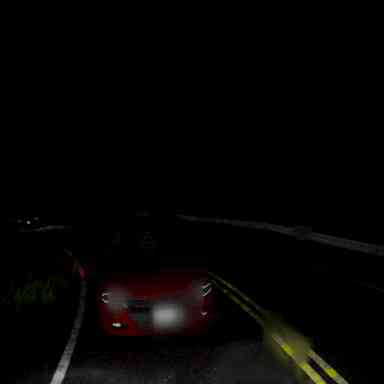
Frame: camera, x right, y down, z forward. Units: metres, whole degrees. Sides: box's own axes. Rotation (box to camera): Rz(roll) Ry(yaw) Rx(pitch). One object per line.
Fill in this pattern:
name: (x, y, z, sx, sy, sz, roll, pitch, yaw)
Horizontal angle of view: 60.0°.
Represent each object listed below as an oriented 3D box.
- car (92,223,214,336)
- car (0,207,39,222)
car: (-1.089, 1.496, 7.107, 1.882, 1.535, 5.008, -1, 0, -17)
car: (-12.881, 1.847, 24.102, 4.892, 1.490, 1.837, -1, 4, 41)
